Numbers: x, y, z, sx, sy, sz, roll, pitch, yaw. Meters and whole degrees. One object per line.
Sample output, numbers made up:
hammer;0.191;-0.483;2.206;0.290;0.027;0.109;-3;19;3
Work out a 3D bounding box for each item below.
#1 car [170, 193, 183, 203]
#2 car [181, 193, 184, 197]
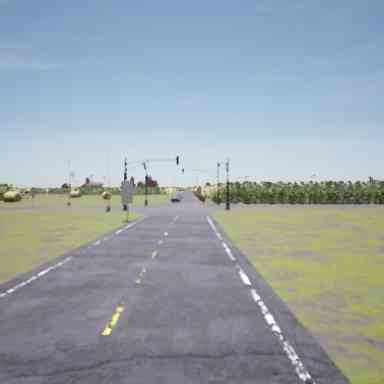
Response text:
car;-3.237;1.458;64.452;1.895;1.301;4.718;0;0;-1
car;-3.518;1.099;93.261;2.097;1.767;4.553;0;0;-1
